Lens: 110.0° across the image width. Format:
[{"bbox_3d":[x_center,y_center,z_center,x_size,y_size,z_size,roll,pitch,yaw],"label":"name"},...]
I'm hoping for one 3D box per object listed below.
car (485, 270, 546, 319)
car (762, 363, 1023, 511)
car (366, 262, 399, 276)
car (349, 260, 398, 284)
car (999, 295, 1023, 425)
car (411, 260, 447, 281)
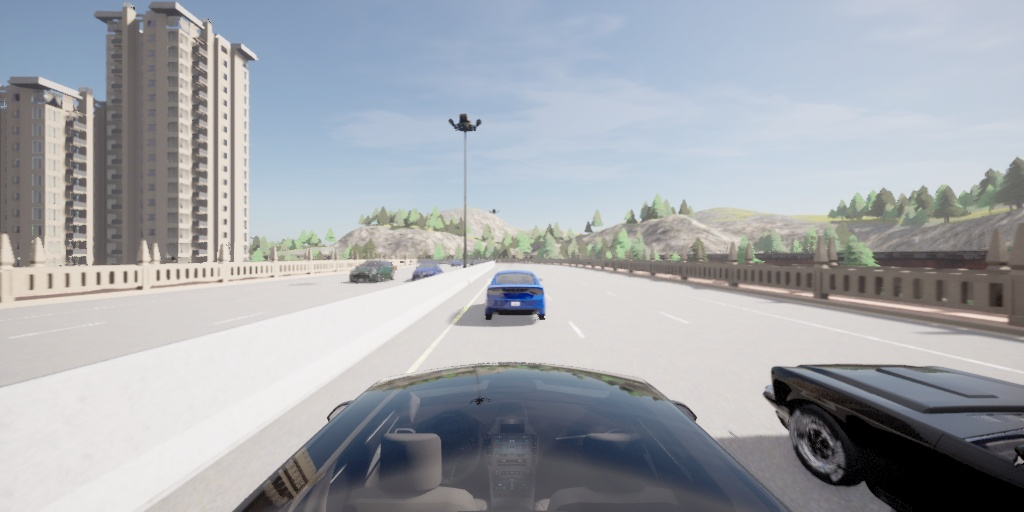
[{"bbox_3d":[0.103,1.227,12.799,1.882,1.535,5.008,0,0,0],"label":"car"},{"bbox_3d":[3.600,1.351,1.662,1.895,1.301,4.718,0,0,0],"label":"car"},{"bbox_3d":[-14.080,1.373,39.175,1.895,1.301,4.718,0,0,0],"label":"car"},{"bbox_3d":[-10.588,1.108,27.397,2.097,1.767,4.553,0,0,0],"label":"car"},{"bbox_3d":[7.100,1.241,1.990,2.128,1.511,4.902,0,0,0],"label":"car"},{"bbox_3d":[-7.087,1.285,30.522,1.812,1.442,4.674,0,0,0],"label":"car"}]
